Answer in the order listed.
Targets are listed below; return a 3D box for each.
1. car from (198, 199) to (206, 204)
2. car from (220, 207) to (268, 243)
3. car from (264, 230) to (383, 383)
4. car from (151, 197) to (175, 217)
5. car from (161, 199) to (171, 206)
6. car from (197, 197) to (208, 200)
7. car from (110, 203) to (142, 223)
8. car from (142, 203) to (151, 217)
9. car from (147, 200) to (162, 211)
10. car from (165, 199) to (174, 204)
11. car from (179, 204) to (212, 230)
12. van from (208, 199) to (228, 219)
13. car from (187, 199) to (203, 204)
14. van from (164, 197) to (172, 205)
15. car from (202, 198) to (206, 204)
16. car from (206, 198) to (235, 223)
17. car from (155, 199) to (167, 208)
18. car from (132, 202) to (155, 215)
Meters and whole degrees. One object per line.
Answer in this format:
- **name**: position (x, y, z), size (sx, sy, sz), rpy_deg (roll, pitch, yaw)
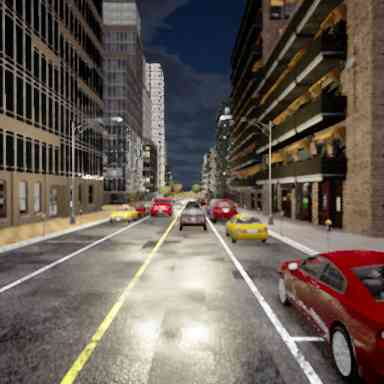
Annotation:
- **car**: position (2.568, 2.422, 85.153), size (1.947, 1.339, 4.313), rpy_deg (-1, -1, 0)
- **car**: position (2.653, 1.694, 16.954), size (1.752, 1.417, 4.829), rpy_deg (-1, -1, 0)
- **car**: position (2.668, 1.599, 5.390), size (1.887, 1.381, 4.507), rpy_deg (-1, -1, 0)
- **car**: position (-3.140, 1.580, 35.765), size (2.150, 2.045, 5.566), rpy_deg (0, -1, 0)
- **car**: position (-5.765, 2.308, 73.874), size (1.947, 1.339, 4.313), rpy_deg (-1, -1, 0)
- **car**: position (2.591, 1.941, 62.366), size (2.192, 1.841, 5.009), rpy_deg (-1, -1, 0)
- **car**: position (-5.708, 1.806, 28.124), size (1.752, 1.417, 4.829), rpy_deg (-1, -1, 0)
- **car**: position (-5.715, 1.884, 33.991), size (1.887, 1.381, 4.507), rpy_deg (-1, -1, 0)
- **car**: position (-5.737, 2.036, 50.914), size (1.752, 1.417, 4.829), rpy_deg (-1, -1, 0)
- **car**: position (-5.779, 2.402, 85.269), size (1.887, 1.381, 4.507), rpy_deg (-1, -1, 0)
- **car**: position (0.070, 1.778, 23.201), size (2.033, 1.411, 5.357), rpy_deg (0, -1, 0)
- **van**: position (2.627, 1.679, 33.878), size (1.690, 1.788, 3.998), rpy_deg (-1, -1, 0)
- **car**: position (0.047, 1.918, 41.418), size (1.837, 1.490, 4.892), rpy_deg (0, -1, 0)
- **van**: position (-5.777, 2.141, 79.573), size (1.690, 1.788, 3.998), rpy_deg (-1, -1, 0)
- **car**: position (2.623, 1.836, 39.575), size (1.967, 1.590, 4.097), rpy_deg (-1, -1, 0)
- **car**: position (2.634, 1.596, 28.182), size (2.192, 1.841, 5.009), rpy_deg (-1, -1, 0)
- **car**: position (-5.753, 2.067, 62.479), size (1.967, 1.590, 4.097), rpy_deg (-1, -1, 0)
- **car**: position (-5.722, 1.948, 39.689), size (2.008, 1.369, 4.403), rpy_deg (-1, -1, 0)
